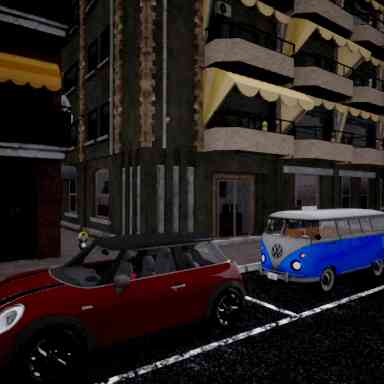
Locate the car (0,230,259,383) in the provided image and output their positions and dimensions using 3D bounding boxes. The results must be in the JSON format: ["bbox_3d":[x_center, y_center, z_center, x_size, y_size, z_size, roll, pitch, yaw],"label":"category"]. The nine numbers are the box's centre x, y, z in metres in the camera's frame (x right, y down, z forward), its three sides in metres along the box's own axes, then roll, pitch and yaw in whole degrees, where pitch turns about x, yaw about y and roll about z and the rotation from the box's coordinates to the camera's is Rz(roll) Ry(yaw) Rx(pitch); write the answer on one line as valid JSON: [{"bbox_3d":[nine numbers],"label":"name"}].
[{"bbox_3d":[-1.140,1.440,5.280,4.097,1.590,1.967,0,0,-35],"label":"car"}]

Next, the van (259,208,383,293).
[{"bbox_3d":[3.494,1.343,8.582,3.998,1.788,1.690,0,0,-35],"label":"van"}]
